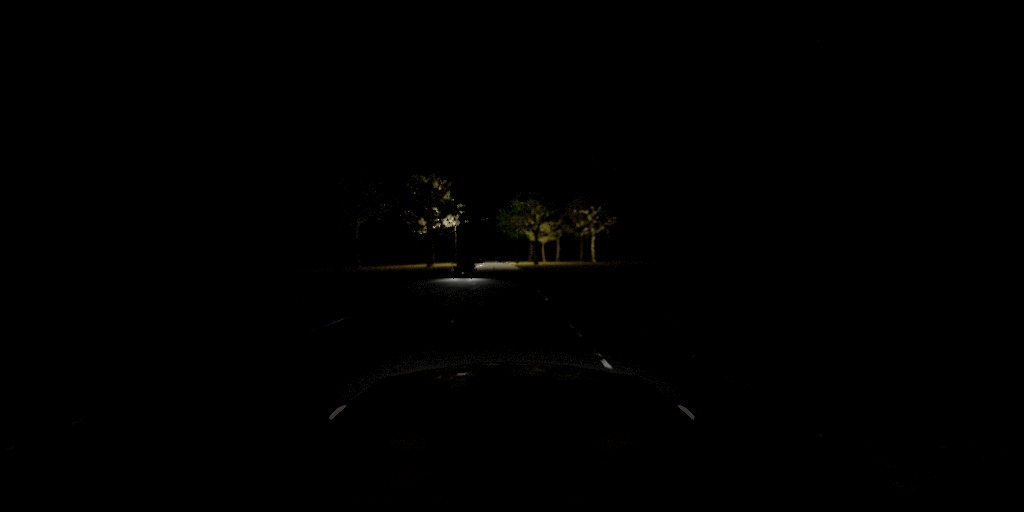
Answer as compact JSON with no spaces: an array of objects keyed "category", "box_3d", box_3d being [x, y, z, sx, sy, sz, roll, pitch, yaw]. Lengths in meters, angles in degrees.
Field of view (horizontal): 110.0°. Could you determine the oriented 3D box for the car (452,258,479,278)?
[{"category":"car","box_3d":[-4.298,1.209,33.086,1.837,1.490,4.892,0,0,-2]}]
